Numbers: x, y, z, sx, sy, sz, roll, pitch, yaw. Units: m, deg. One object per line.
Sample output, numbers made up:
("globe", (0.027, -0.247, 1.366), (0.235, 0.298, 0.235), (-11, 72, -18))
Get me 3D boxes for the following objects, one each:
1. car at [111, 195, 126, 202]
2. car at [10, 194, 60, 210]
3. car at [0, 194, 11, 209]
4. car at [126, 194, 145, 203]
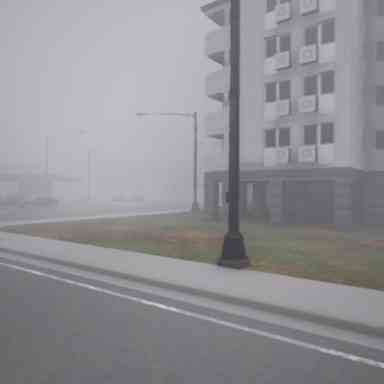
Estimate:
("car", (-13.465, 1.211, 61.400), (1.994, 1.385, 4.181), (0, 0, 5))
("car", (-18.136, 1.196, 39.226), (1.882, 1.535, 5.008), (1, 0, 34))
("car", (-21.870, 1.045, 39.979), (2.097, 1.767, 4.553), (0, 0, 34))
("car", (-9.981, 1.160, 61.325), (2.128, 1.511, 4.902), (0, 0, 5))
